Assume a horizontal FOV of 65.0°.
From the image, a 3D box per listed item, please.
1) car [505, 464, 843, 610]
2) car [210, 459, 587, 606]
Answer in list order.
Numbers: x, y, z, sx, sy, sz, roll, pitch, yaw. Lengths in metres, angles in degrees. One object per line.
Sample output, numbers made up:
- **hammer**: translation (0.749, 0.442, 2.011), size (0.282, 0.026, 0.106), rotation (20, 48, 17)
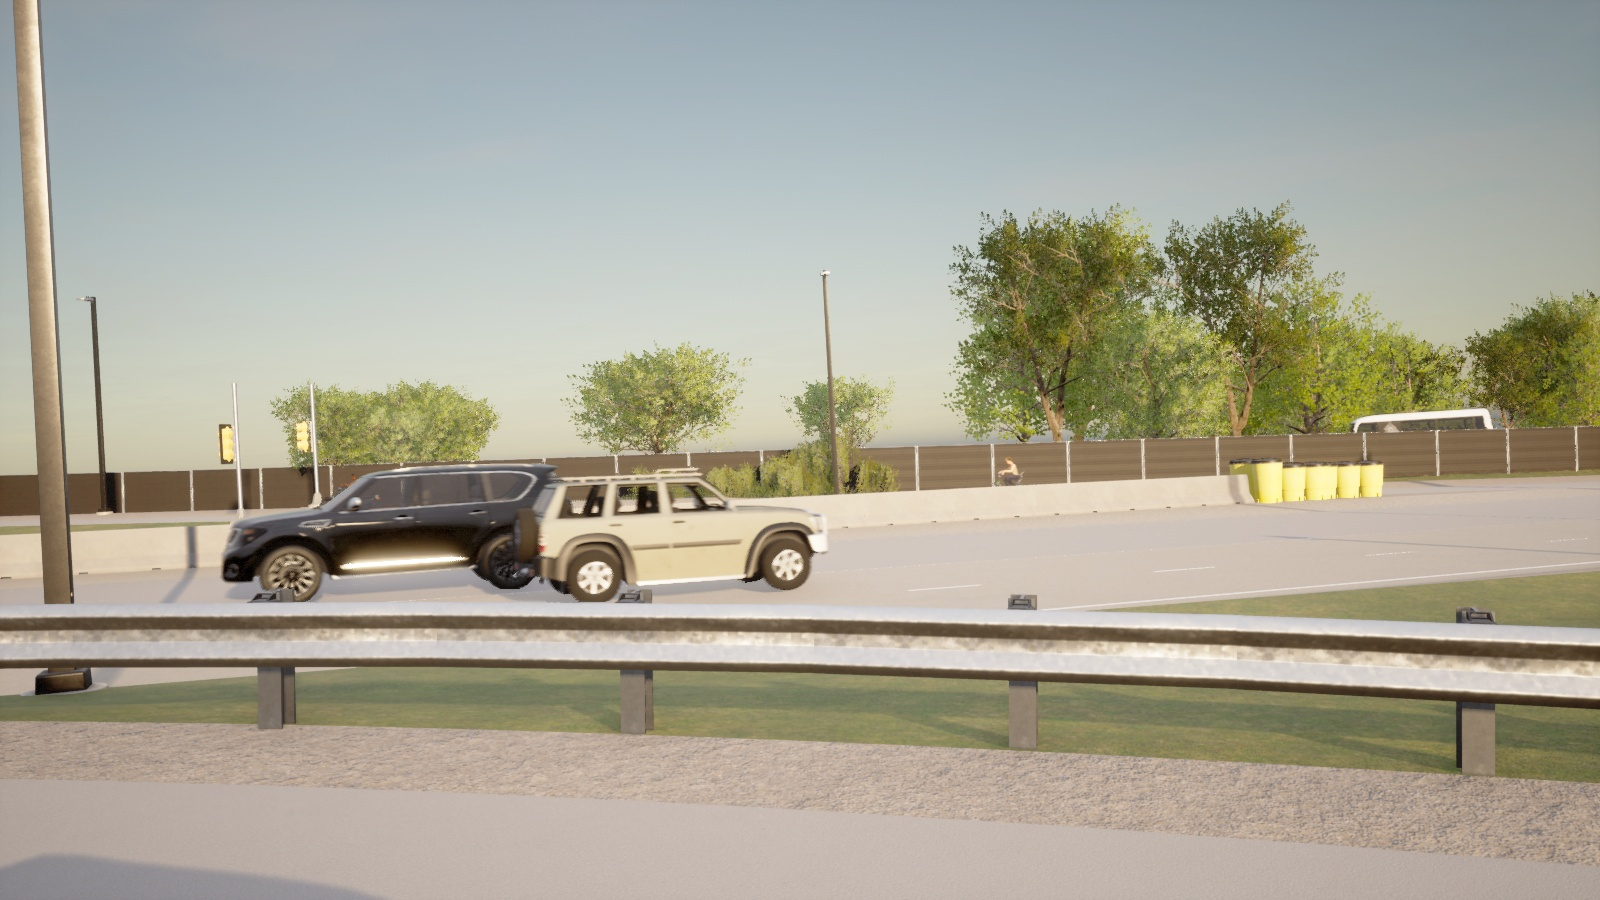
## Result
- **car**: translation (-1.879, 1.200, 18.671), size (4.605, 1.855, 1.932), rotation (-1, -1, -21)
- **car**: translation (-6.513, 1.248, 20.620), size (5.566, 2.045, 2.150), rotation (-1, -1, -21)
